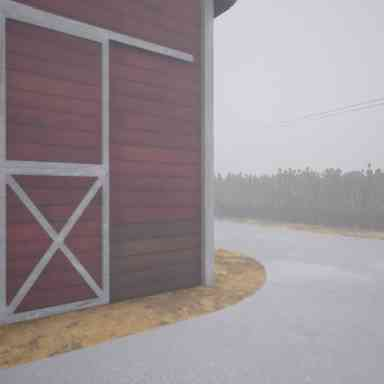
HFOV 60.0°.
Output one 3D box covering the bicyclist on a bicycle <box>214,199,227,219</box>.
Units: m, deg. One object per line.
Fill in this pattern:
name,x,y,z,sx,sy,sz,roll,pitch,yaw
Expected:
bicyclist on a bicycle,2.257,1.438,27.575,1.656,1.620,0.582,1,0,-32
